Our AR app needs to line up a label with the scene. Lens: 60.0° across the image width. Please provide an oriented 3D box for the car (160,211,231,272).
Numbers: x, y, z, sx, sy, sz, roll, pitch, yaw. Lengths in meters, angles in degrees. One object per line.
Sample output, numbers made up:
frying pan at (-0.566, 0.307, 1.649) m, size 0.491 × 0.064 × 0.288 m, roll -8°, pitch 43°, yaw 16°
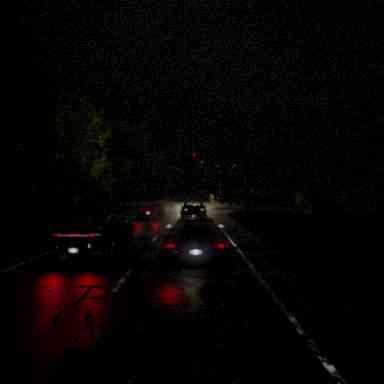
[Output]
car at (0.103, 1.524, 10.622) m, size 1.994 × 1.385 × 4.181 m, roll 0°, pitch 0°, yaw 0°

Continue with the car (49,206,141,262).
car at (-3.394, 1.447, 11.935) m, size 2.128 × 1.511 × 4.902 m, roll 0°, pitch 0°, yaw 0°

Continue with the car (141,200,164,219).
car at (-3.383, 1.421, 27.803) m, size 1.812 × 1.442 × 4.674 m, roll 0°, pitch 0°, yaw 0°

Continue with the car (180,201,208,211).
car at (0.118, 1.398, 24.662) m, size 2.128 × 1.511 × 4.902 m, roll 0°, pitch 0°, yaw 0°
